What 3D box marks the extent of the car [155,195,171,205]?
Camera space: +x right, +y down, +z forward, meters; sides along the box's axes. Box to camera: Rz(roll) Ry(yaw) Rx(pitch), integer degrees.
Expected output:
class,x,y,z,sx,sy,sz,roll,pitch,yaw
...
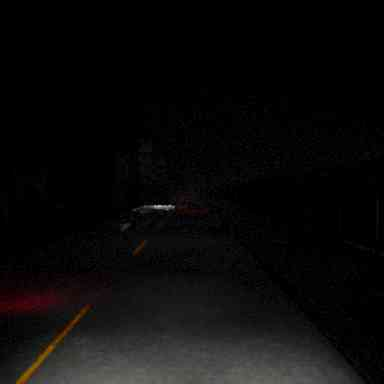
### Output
class,x,y,z,sx,sy,sz,roll,pitch,yaw
car,-4.035,1.162,46.969,1.994,1.385,4.181,0,1,1

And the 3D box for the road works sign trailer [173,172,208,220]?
class,x,y,z,sx,sy,sz,roll,pitch,yaw
road works sign trailer,0.006,0.245,25.667,2.380,3.560,2.880,0,0,0
